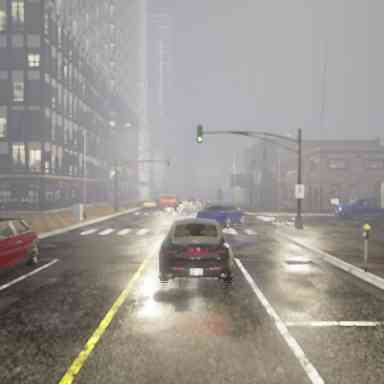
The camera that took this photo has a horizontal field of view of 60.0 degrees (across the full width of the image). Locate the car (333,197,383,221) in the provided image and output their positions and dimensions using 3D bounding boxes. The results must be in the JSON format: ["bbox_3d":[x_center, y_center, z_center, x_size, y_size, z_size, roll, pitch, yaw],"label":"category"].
[{"bbox_3d":[15.545,1.446,29.394,5.566,2.045,2.150,1,1,1],"label":"car"}]

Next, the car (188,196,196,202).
[{"bbox_3d":[-0.013,1.713,83.607,2.033,1.411,5.357,0,0,0],"label":"car"}]

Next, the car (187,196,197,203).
[{"bbox_3d":[-0.011,1.719,73.194,1.837,1.490,4.892,0,0,0],"label":"car"}]

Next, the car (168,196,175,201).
[{"bbox_3d":[-5.683,1.803,91.656,1.752,1.417,4.829,-1,0,0],"label":"car"}]

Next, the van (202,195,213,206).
[{"bbox_3d":[2.666,1.514,57.909,1.690,1.788,3.998,-1,0,0],"label":"van"}]

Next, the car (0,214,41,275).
[{"bbox_3d":[-5.704,1.466,8.727,1.967,1.590,4.097,-1,0,0],"label":"car"}]

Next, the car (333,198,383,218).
[{"bbox_3d":[16.522,1.516,31.978,5.009,1.841,2.192,1,0,1],"label":"car"}]

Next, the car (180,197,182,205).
[{"bbox_3d":[-3.085,1.654,54.319,2.128,1.511,4.902,0,0,0],"label":"car"}]

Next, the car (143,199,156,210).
[{"bbox_3d":[-5.846,1.664,46.504,1.752,1.417,4.829,-1,0,0],"label":"car"}]

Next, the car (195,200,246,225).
[{"bbox_3d":[2.089,1.544,22.537,1.882,1.535,5.008,-1,0,27],"label":"car"}]

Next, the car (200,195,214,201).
[{"bbox_3d":[2.669,1.596,52.265,1.967,1.590,4.097,-1,0,0],"label":"car"}]

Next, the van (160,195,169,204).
[{"bbox_3d":[-5.683,1.549,69.251,1.690,1.788,3.998,-1,0,0],"label":"van"}]

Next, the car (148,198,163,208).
[{"bbox_3d":[-5.676,1.722,52.317,1.947,1.339,4.313,-1,0,0],"label":"car"}]

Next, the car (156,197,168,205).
[{"bbox_3d":[-5.678,1.757,63.606,1.947,1.339,4.313,-1,0,0],"label":"car"}]

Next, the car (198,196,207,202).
[{"bbox_3d":[2.665,1.811,86.129,2.008,1.369,4.403,-1,0,0],"label":"car"}]

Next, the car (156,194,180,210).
[{"bbox_3d":[-3.109,1.354,44.565,2.150,2.045,5.566,0,0,0],"label":"car"}]

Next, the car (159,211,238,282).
[{"bbox_3d":[0.098,1.534,9.832,1.837,1.490,4.892,0,0,0],"label":"car"}]

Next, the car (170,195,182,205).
[{"bbox_3d":[-3.009,1.544,64.251,2.097,1.767,4.553,0,0,0],"label":"car"}]
